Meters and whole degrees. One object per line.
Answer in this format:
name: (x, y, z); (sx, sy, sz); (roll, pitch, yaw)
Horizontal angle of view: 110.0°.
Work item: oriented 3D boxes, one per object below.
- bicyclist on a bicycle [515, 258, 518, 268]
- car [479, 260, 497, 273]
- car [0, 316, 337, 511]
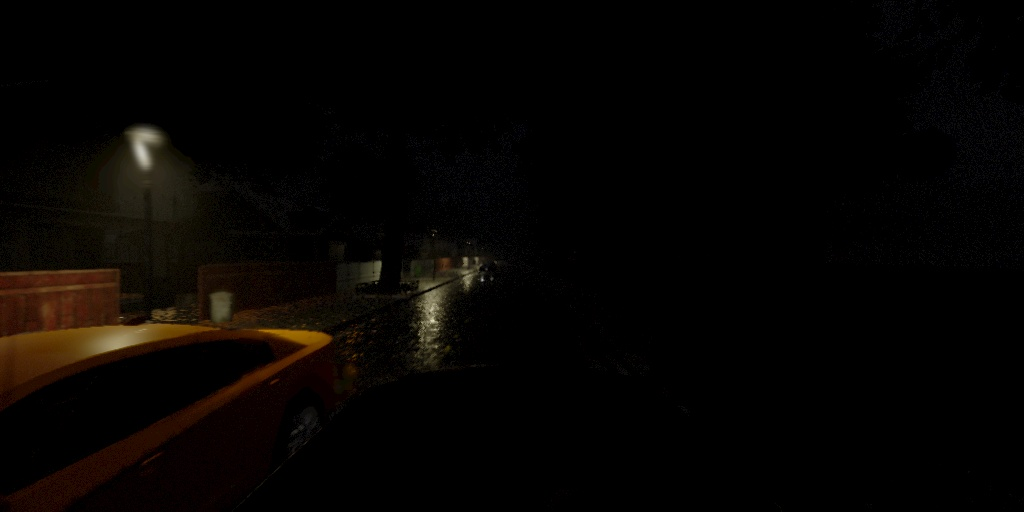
bicyclist on a bicycle: (0.738, 1.183, 56.242); (0.582, 1.620, 1.656); (0, 0, 0)
car: (-2.850, 1.218, 42.922); (2.128, 1.511, 4.902); (0, 0, 0)
car: (-2.851, 1.227, 1.893); (1.882, 1.535, 5.008); (0, 0, 0)
